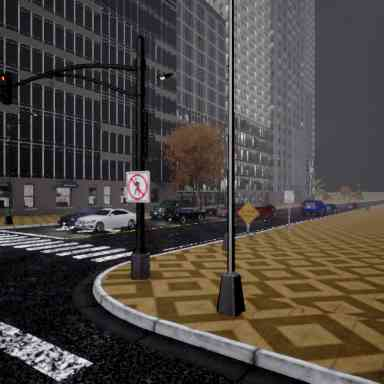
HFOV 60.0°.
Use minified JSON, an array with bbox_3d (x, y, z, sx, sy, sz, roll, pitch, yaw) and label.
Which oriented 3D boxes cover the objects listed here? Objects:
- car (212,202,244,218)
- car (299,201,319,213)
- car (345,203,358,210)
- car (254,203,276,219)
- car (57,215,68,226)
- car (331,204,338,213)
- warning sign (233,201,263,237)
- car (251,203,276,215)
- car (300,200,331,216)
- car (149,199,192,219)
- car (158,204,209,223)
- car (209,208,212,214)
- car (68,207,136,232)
[{"bbox_3d":[4.654,1.992,38.315,2.097,1.767,4.553,0,-1,33],"label":"car"},{"bbox_3d":[19.246,2.379,54.576,2.097,1.767,4.553,0,-1,33],"label":"car"},{"bbox_3d":[31.545,2.837,65.693,1.812,1.442,4.674,0,-1,33],"label":"car"},{"bbox_3d":[7.874,2.180,36.952,1.812,1.442,4.674,0,-1,33],"label":"car"},{"bbox_3d":[-7.495,1.873,25.514,2.033,1.411,5.357,0,-1,33],"label":"car"},{"bbox_3d":[21.953,2.558,52.942,1.812,1.442,4.674,0,-1,33],"label":"car"},{"bbox_3d":[3.145,1.454,18.548,1.300,1.860,1.060,1,1,33],"label":"warning sign"},{"bbox_3d":[10.160,2.325,46.779,1.837,1.490,4.892,0,-1,33],"label":"car"},{"bbox_3d":[16.198,2.066,43.973,2.150,2.045,5.566,0,-1,35],"label":"car"},{"bbox_3d":[-1.964,1.730,34.071,2.150,2.045,5.566,0,-1,33],"label":"car"},{"bbox_3d":[-0.664,2.066,30.099,1.895,1.301,4.718,0,-1,33],"label":"car"},{"bbox_3d":[3.488,2.289,42.494,1.895,1.301,4.718,0,-1,33],"label":"car"},{"bbox_3d":[-5.619,1.827,22.462,1.812,1.442,4.674,0,-1,33],"label":"car"}]
